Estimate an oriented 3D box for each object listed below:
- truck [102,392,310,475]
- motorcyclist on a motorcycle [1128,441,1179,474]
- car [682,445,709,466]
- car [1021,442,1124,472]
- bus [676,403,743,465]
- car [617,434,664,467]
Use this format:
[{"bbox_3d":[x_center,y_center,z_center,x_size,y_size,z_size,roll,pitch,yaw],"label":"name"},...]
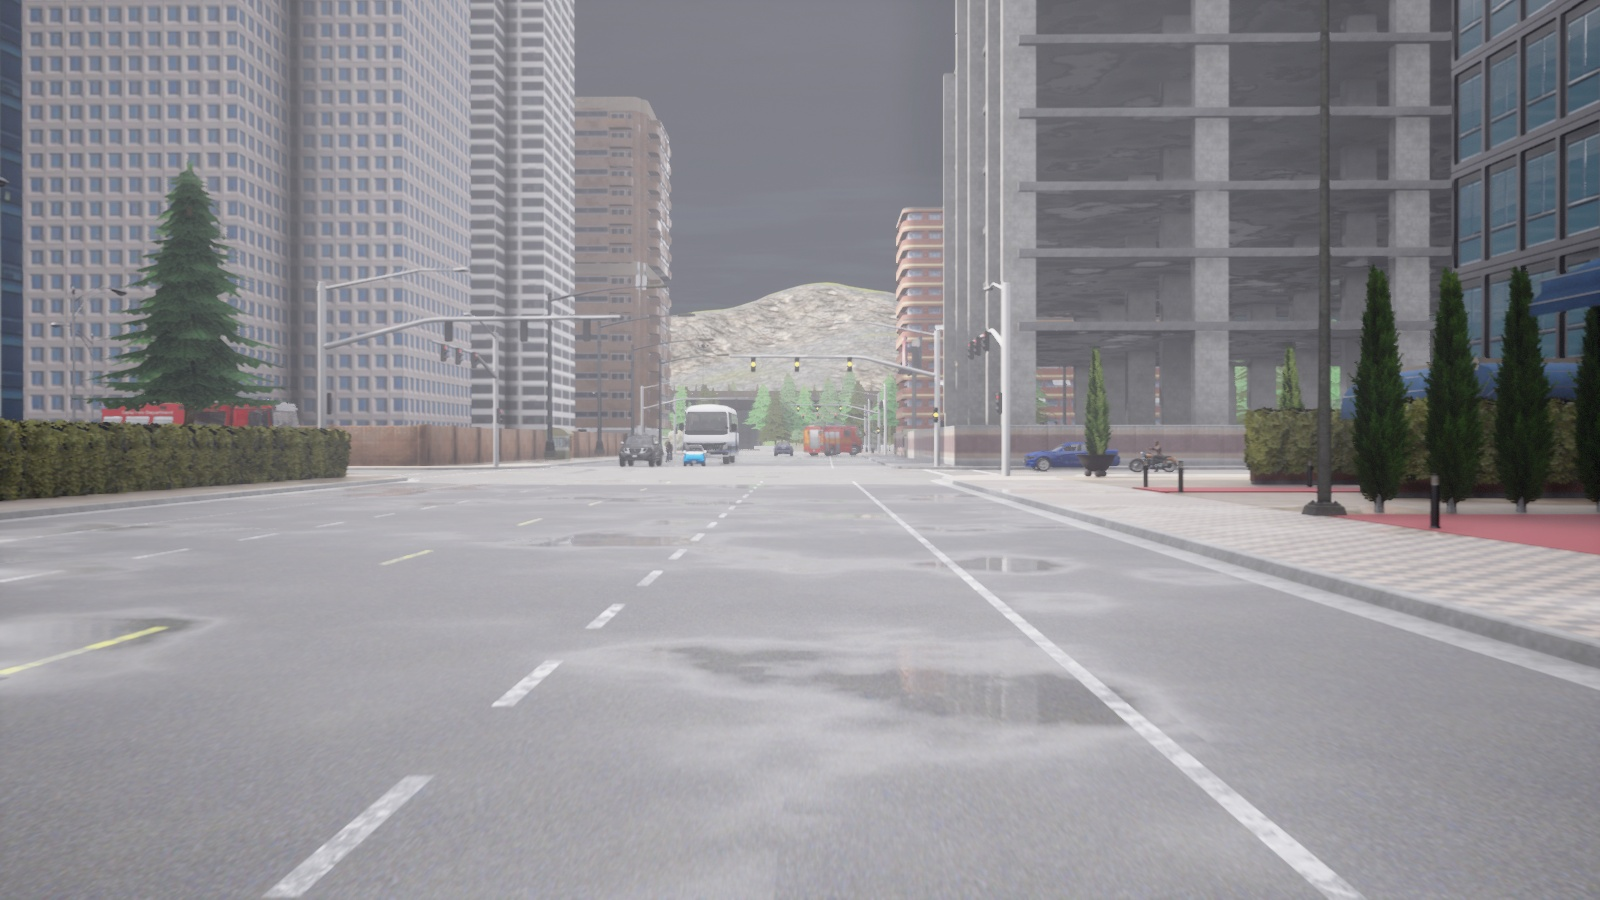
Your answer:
[{"bbox_3d":[-28.043,-0.776,59.522,8.468,3.827,2.891,0,0,1],"label":"truck"},{"bbox_3d":[17.573,0.359,62.470,2.350,1.649,0.766,0,0,1],"label":"motorcyclist on a motorcycle"},{"bbox_3d":[-6.691,0.343,80.365,1.481,1.376,2.207,0,0,1],"label":"car"},{"bbox_3d":[14.281,0.364,66.010,5.008,1.535,1.882,0,0,1],"label":"car"},{"bbox_3d":[-6.452,-1.152,91.677,3.944,4.253,10.273,0,0,1],"label":"bus"},{"bbox_3d":[-10.187,0.003,80.537,2.150,2.045,5.566,0,0,1],"label":"car"}]
